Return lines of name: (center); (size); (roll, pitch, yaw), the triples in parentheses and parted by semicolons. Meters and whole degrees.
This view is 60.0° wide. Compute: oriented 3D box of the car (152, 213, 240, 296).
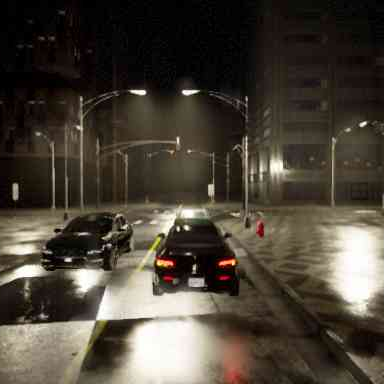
car: (0.078, 1.494, 8.424); (1.812, 1.442, 4.674); (0, 0, 0)

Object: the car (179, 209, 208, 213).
car: (0.060, 1.535, 17.449); (1.895, 1.301, 4.718); (0, 0, 0)

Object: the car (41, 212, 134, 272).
car: (-3.087, 1.467, 10.757); (1.837, 1.490, 4.892); (0, 0, 0)
